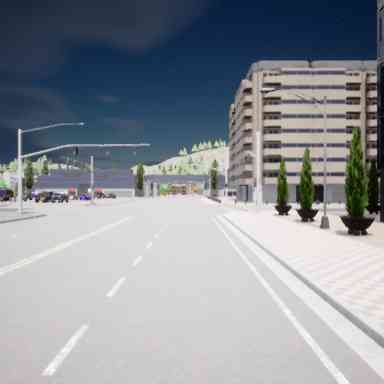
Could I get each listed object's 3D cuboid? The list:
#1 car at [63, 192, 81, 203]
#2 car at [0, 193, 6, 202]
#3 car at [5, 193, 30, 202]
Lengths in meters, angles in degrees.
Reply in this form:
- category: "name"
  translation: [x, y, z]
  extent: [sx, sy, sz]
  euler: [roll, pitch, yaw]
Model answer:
- category: "car"
  translation: [-30.210, 1.367, 83.848]
  extent: [1.970, 1.475, 3.806]
  euler: [0, 0, 0]
- category: "car"
  translation: [-38.927, 1.333, 68.777]
  extent: [1.784, 1.438, 3.905]
  euler: [0, 0, 0]
- category: "car"
  translation: [-36.032, 1.365, 68.766]
  extent: [1.970, 1.475, 3.806]
  euler: [0, 0, 0]
